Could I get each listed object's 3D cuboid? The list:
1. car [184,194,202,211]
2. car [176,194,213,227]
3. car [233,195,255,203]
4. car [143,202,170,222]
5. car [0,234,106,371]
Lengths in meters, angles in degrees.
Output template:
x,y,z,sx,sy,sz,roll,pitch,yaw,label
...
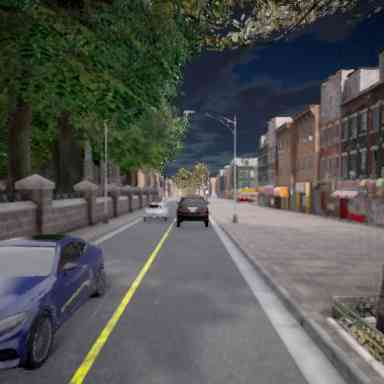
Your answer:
x,y,z,sx,sy,sz,roll,pitch,yaw,label
0.102,1.300,42.869,2.150,2.045,5.566,0,0,1,car
0.069,1.259,23.482,2.150,2.045,5.566,0,0,0,car
11.794,1.701,75.857,5.009,1.841,2.192,1,0,0,car
-2.809,1.568,26.956,1.812,1.442,4.674,0,0,0,car
-2.837,1.532,5.862,1.812,1.442,4.674,0,0,0,car
